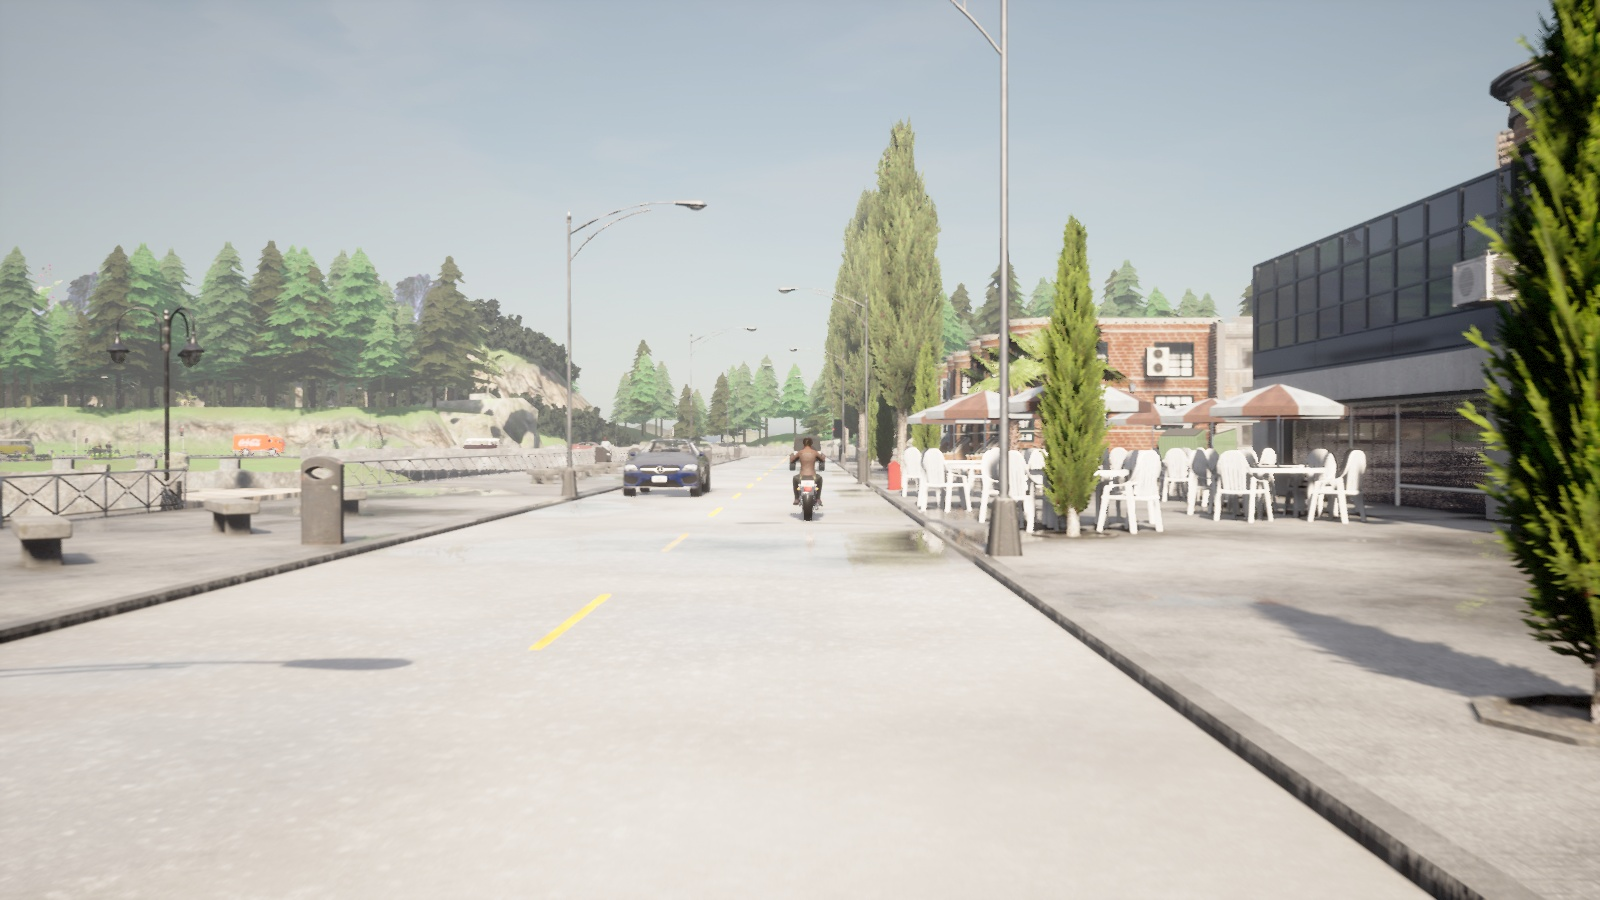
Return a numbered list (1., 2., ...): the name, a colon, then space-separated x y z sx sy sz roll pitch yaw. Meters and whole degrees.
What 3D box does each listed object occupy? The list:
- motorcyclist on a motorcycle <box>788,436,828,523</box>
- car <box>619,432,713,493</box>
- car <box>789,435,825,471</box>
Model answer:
1. motorcyclist on a motorcycle: 0.154 0.556 25.044 0.766 1.649 2.350 0 0 0
2. car: -3.783 0.318 36.230 2.152 1.651 5.027 0 0 0
3. car: 0.396 0.155 68.767 1.905 1.878 3.866 0 0 0
